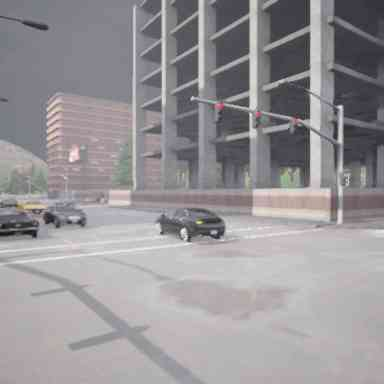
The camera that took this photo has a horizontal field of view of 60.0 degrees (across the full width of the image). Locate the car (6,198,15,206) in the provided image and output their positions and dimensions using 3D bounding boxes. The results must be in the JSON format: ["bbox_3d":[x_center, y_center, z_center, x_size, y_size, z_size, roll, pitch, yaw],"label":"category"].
[{"bbox_3d":[-24.990,1.546,45.778,2.033,1.411,5.357,0,0,-35],"label":"car"}]

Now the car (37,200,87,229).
[{"bbox_3d":[-8.441,1.490,22.010,2.128,1.511,4.902,0,0,-35],"label":"car"}]

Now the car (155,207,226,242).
[{"bbox_3d":[-0.246,1.502,16.511,1.837,1.490,4.892,1,-1,-30],"label":"car"}]

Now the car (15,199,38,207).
[{"bbox_3d":[-15.223,1.476,31.705,1.882,1.535,5.008,0,0,-35],"label":"car"}]

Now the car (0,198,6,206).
[{"bbox_3d":[-19.264,1.351,31.379,2.097,1.767,4.553,0,0,-35],"label":"car"}]

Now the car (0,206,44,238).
[{"bbox_3d":[-9.198,1.600,17.011,1.895,1.301,4.718,0,0,-35],"label":"car"}]
